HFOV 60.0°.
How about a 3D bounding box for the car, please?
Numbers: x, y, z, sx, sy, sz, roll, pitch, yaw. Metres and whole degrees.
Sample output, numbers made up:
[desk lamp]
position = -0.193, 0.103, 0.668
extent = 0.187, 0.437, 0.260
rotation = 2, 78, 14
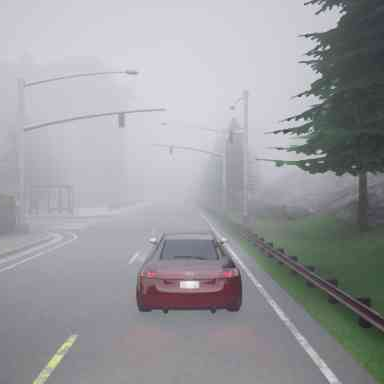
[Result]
[car]
position = -0.076, 1.564, 7.723
extent = 1.994, 1.385, 4.181
rotation = 0, 0, -1
